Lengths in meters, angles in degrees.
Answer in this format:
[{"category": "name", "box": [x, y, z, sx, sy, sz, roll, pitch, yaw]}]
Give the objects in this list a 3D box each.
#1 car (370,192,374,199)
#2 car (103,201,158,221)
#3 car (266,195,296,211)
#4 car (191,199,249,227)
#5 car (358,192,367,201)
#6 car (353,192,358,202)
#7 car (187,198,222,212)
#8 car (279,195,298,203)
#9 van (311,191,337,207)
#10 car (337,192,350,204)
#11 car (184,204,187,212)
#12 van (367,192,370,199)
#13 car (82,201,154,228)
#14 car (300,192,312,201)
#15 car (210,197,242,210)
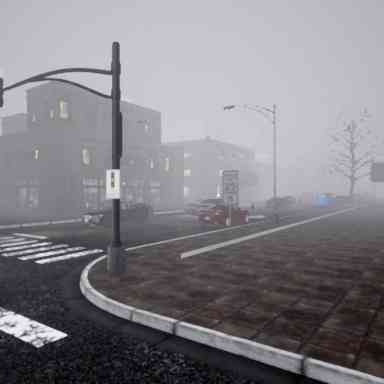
[{"category": "car", "box": [39.158, 0.973, 75.040, 1.887, 1.381, 4.507, 0, 1, 35]}, {"category": "car", "box": [-4.723, 1.451, 26.195, 1.802, 1.307, 4.206, 0, 1, 35]}, {"category": "car", "box": [9.970, 1.220, 37.325, 1.882, 1.535, 5.008, 0, 0, 34]}, {"category": "car", "box": [2.175, 1.402, 21.436, 1.887, 1.381, 4.507, 0, 1, 35]}, {"category": "car", "box": [32.882, 0.938, 65.942, 1.967, 1.590, 4.097, 0, 1, 35]}, {"category": "car", "box": [26.605, 1.115, 56.846, 1.887, 1.381, 4.507, 0, 1, 35]}, {"category": "car", "box": [1.875, 1.338, 31.203, 1.812, 1.442, 4.674, 0, 0, 35]}, {"category": "car", "box": [16.569, 1.200, 57.056, 1.802, 1.307, 4.206, 0, 1, 35]}, {"category": "van", "box": [17.191, 1.020, 43.198, 1.690, 1.788, 3.998, 0, 1, 35]}, {"category": "car", "box": [23.467, 1.172, 52.297, 1.947, 1.339, 4.313, 0, 1, 35]}, {"category": "car", "box": [0.878, 1.353, 34.314, 2.008, 1.369, 4.403, 0, 1, 35]}, {"category": "van", "box": [36.020, 0.804, 70.490, 1.690, 1.788, 3.998, 0, 1, 35]}, {"category": "car", "box": [-4.801, 1.383, 21.531, 2.128, 1.511, 4.902, 0, 0, 35]}, {"category": "car", "box": [22.845, 0.861, 66.152, 2.192, 1.841, 5.009, 0, 1, 35]}, {"category": "car", "box": [4.016, 1.331, 38.862, 1.947, 1.339, 4.313, 0, 1, 35]}]
